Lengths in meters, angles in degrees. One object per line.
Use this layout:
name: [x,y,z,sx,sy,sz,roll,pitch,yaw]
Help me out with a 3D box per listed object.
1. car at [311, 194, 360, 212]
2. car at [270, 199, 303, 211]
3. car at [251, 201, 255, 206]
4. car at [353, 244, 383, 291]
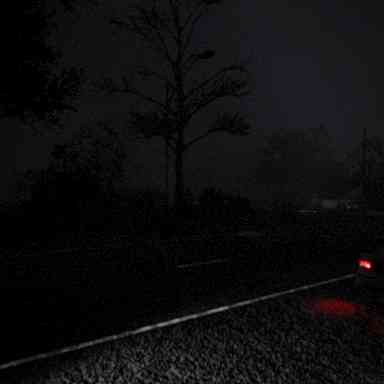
car: [16.578,1.237,38.776,2.150,2.045,5.566,0,0,-29]
car: [11.521,1.588,40.850,1.994,1.385,4.181,0,0,-28]
car: [8.301,1.701,55.039,1.895,1.301,4.718,0,0,-25]
car: [5.990,1.551,7.840,5.357,1.411,2.033,0,0,-34]
